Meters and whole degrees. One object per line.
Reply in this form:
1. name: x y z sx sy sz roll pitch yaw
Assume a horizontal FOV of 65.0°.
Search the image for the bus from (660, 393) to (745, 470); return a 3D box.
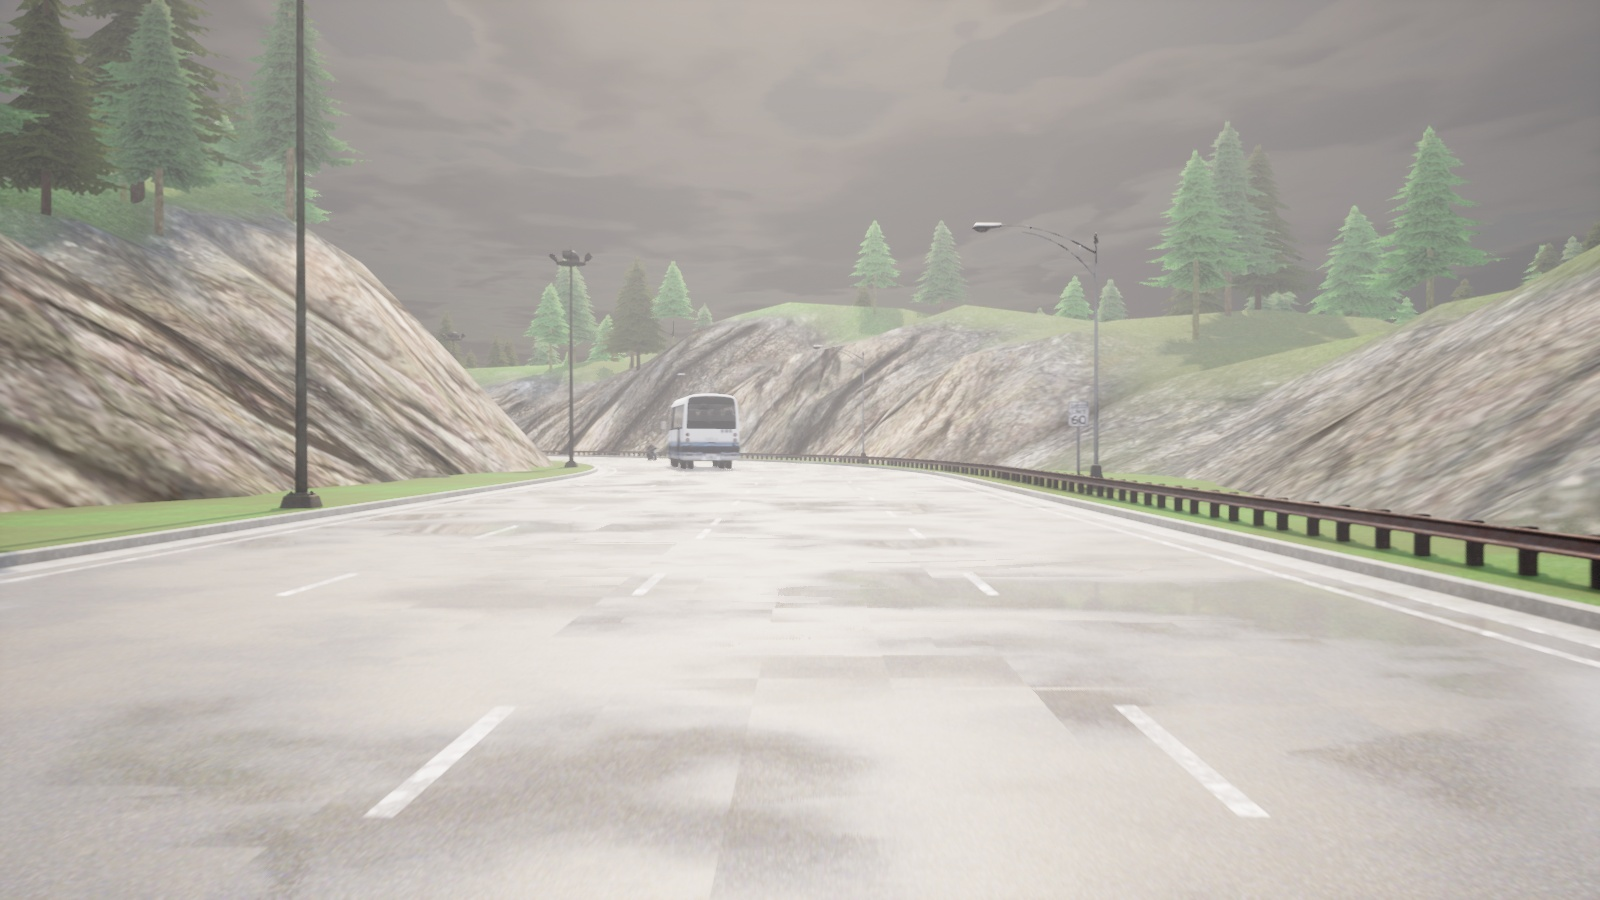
1. bus: -6.024 -1.061 75.587 3.944 4.253 10.273 0 0 -11
